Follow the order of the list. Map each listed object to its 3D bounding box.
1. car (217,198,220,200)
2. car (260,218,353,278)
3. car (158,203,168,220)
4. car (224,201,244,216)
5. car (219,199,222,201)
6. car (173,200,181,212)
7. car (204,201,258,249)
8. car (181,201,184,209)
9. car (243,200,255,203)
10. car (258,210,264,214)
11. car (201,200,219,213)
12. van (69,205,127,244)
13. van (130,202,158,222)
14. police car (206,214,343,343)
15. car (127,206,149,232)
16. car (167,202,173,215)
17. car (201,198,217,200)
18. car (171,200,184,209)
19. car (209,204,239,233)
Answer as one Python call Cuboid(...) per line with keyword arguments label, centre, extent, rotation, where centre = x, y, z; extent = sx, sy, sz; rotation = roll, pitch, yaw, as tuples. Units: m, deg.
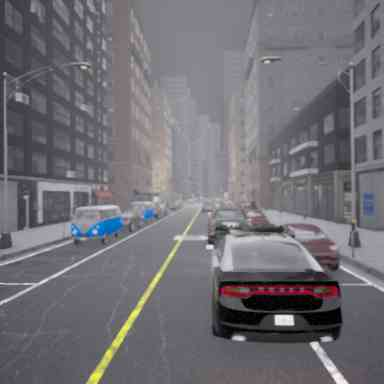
Cuboid(label="car", centre=(5.896, 2.242, 60.485), extent=(1.947, 1.339, 4.313), rotation=(-1, -1, 3))
Cuboid(label="car", centre=(3.486, 1.678, 11.035), extent=(1.802, 1.307, 4.206), rotation=(-1, -1, 3))
Cuboid(label="car", centre=(-3.958, 2.014, 33.426), extent=(1.947, 1.339, 4.313), rotation=(-1, -1, 3))
Cuboid(label="car", centre=(4.823, 1.855, 38.508), extent=(1.967, 1.590, 4.097), rotation=(-1, -1, 3))
Cuboid(label="car", centre=(5.360, 2.095, 49.496), extent=(2.008, 1.369, 4.403), rotation=(-1, -1, 3))
Cuboid(label="car", centre=(-3.154, 2.208, 49.910), extent=(1.947, 1.339, 4.313), rotation=(-1, -1, 3))
Cuboid(label="car", centre=(1.804, 1.534, 16.771), extent=(2.097, 1.767, 4.553), rotation=(-1, -1, 3))
Cuboid(label="car", centre=(-2.887, 2.290, 55.404), extent=(1.802, 1.307, 4.206), rotation=(-1, -1, 3))
Cuboid(label="car", centre=(4.286, 1.601, 27.521), extent=(2.192, 1.841, 5.009), rotation=(-1, -1, 3))
Cuboid(label="car", centre=(4.022, 1.804, 22.023), extent=(1.802, 1.307, 4.206), rotation=(-1, -1, 3))
Cuboid(label="car", centre=(2.251, 2.074, 43.987), extent=(1.994, 1.385, 4.181), rotation=(-1, -1, 3))
Cuboid(label="van", centre=(-4.764, 1.598, 16.947), extent=(1.690, 1.788, 3.998), rotation=(-1, -1, 3))
Cuboid(label="van", centre=(-4.229, 1.725, 27.935), extent=(1.690, 1.788, 3.998), rotation=(-1, -1, 3))
Cuboid(label="police car", centre=(1.325, 1.495, 6.922), extent=(1.930, 1.638, 5.238), rotation=(-1, -1, 3))
Cuboid(label="car", centre=(-4.494, 1.871, 22.437), extent=(2.008, 1.369, 4.403), rotation=(-1, -1, 3))
Cuboid(label="car", centre=(-3.690, 2.094, 38.921), extent=(1.802, 1.307, 4.206), rotation=(-1, -1, 3))
Cuboid(label="car", centre=(2.873, 2.172, 57.135), extent=(1.837, 1.490, 4.892), rotation=(-1, -1, 3))
Cuboid(label="car", centre=(-2.621, 2.214, 60.900), extent=(1.967, 1.590, 4.097), rotation=(-1, -1, 3))
Cuboid(label="car", centre=(2.108, 1.710, 22.981), extent=(1.801, 1.575, 5.366), rotation=(-1, -1, 3))
